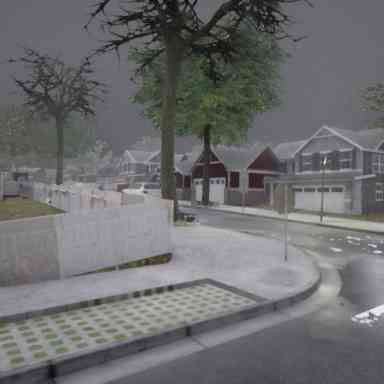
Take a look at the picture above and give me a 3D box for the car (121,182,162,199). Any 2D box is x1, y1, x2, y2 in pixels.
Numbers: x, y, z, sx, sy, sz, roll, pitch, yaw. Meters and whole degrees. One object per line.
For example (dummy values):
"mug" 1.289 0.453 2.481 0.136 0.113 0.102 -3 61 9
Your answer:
"car" -4.902 0.081 31.881 2.150 2.045 5.566 1 2 -35

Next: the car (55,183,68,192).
"car" -18.491 -0.508 46.763 2.128 1.511 4.902 1 2 -35
